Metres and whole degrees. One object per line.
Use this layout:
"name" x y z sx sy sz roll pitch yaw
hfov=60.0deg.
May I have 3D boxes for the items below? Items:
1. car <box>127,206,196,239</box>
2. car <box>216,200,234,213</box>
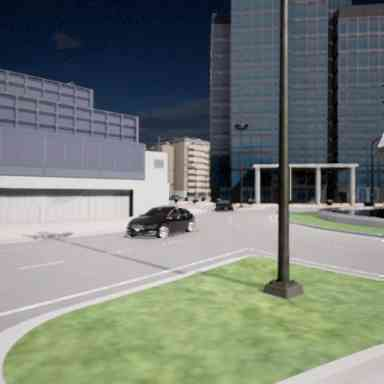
"car" -1.454 1.536 17.665 1.837 1.490 4.892 2 0 27
"car" 3.826 1.661 39.066 1.994 1.385 4.181 0 0 0
